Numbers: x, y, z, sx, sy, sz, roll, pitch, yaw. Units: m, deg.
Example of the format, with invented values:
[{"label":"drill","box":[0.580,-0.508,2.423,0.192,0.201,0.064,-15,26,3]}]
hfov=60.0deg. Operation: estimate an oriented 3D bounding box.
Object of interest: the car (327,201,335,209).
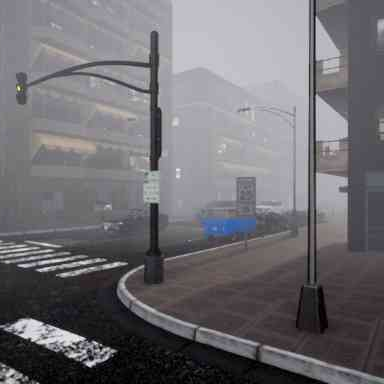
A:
[{"label":"car","box":[27.385,2.728,68.806,2.192,1.841,5.009,-1,-2,35]}]

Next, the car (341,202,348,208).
[{"label":"car","box":[40.130,3.375,86.722,1.752,1.417,4.829,-1,-2,35]}]

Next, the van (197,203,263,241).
[{"label":"van","box":[2.254,1.703,18.769,1.690,1.788,3.998,-1,-2,35]}]

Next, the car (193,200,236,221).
[{"label":"car","box":[2.670,1.748,29.534,2.150,2.045,5.566,0,-1,37]}]

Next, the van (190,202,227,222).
[{"label":"van","box":[1.703,1.903,32.691,1.690,1.788,3.998,-1,-2,35]}]

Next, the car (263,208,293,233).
[{"label":"car","box":[5.327,2.035,23.377,1.947,1.339,4.313,-1,-2,35]}]

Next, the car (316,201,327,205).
[{"label":"car","box":[24.175,2.889,64.285,1.802,1.307,4.206,-1,-2,35]}]

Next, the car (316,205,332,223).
[{"label":"car","box":[11.747,2.233,32.406,2.008,1.369,4.403,-1,-2,35]}]

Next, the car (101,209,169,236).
[{"label":"car","box":[-3.467,1.815,20.922,2.128,1.511,4.902,0,-1,35]}]

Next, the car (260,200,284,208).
[{"label":"car","box":[8.865,1.954,38.237,2.150,2.045,5.566,0,-1,36]}]

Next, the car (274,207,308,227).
[{"label":"car","box":[8.536,2.157,27.890,1.802,1.307,4.206,-1,-2,35]}]

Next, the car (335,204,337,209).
[{"label":"car","box":[30.596,3.063,73.315,1.887,1.381,4.507,-1,-2,35]}]
